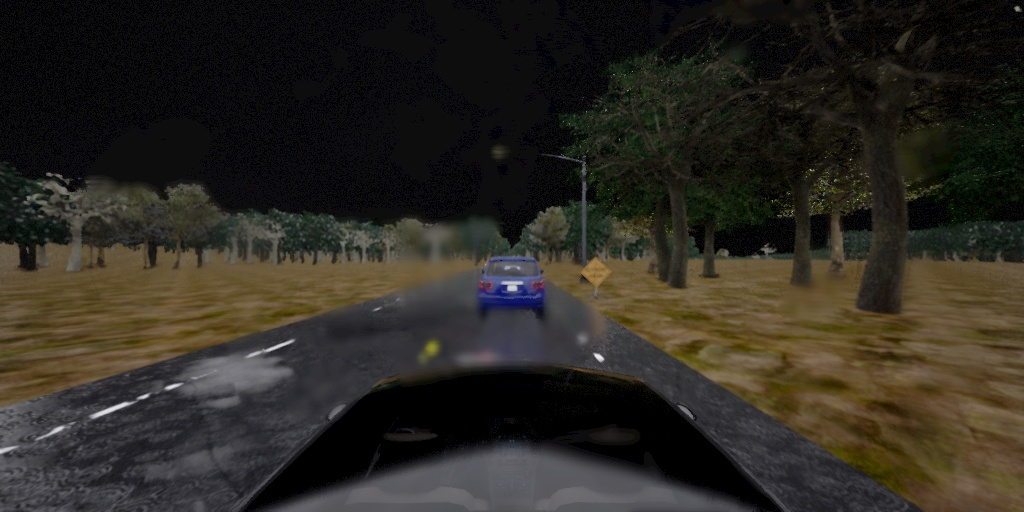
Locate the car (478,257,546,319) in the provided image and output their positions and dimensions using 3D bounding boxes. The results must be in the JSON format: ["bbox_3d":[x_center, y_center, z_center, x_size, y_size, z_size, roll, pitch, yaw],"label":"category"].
[{"bbox_3d":[0.029,1.046,13.250,2.150,2.045,5.566,0,0,0],"label":"car"}]

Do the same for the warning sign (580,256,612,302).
[{"bbox_3d":[3.546,0.949,15.008,1.300,1.860,1.060,0,0,0],"label":"warning sign"}]

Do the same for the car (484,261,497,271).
[{"bbox_3d":[-3.576,1.586,59.617,1.882,1.535,5.008,0,0,0],"label":"car"}]
